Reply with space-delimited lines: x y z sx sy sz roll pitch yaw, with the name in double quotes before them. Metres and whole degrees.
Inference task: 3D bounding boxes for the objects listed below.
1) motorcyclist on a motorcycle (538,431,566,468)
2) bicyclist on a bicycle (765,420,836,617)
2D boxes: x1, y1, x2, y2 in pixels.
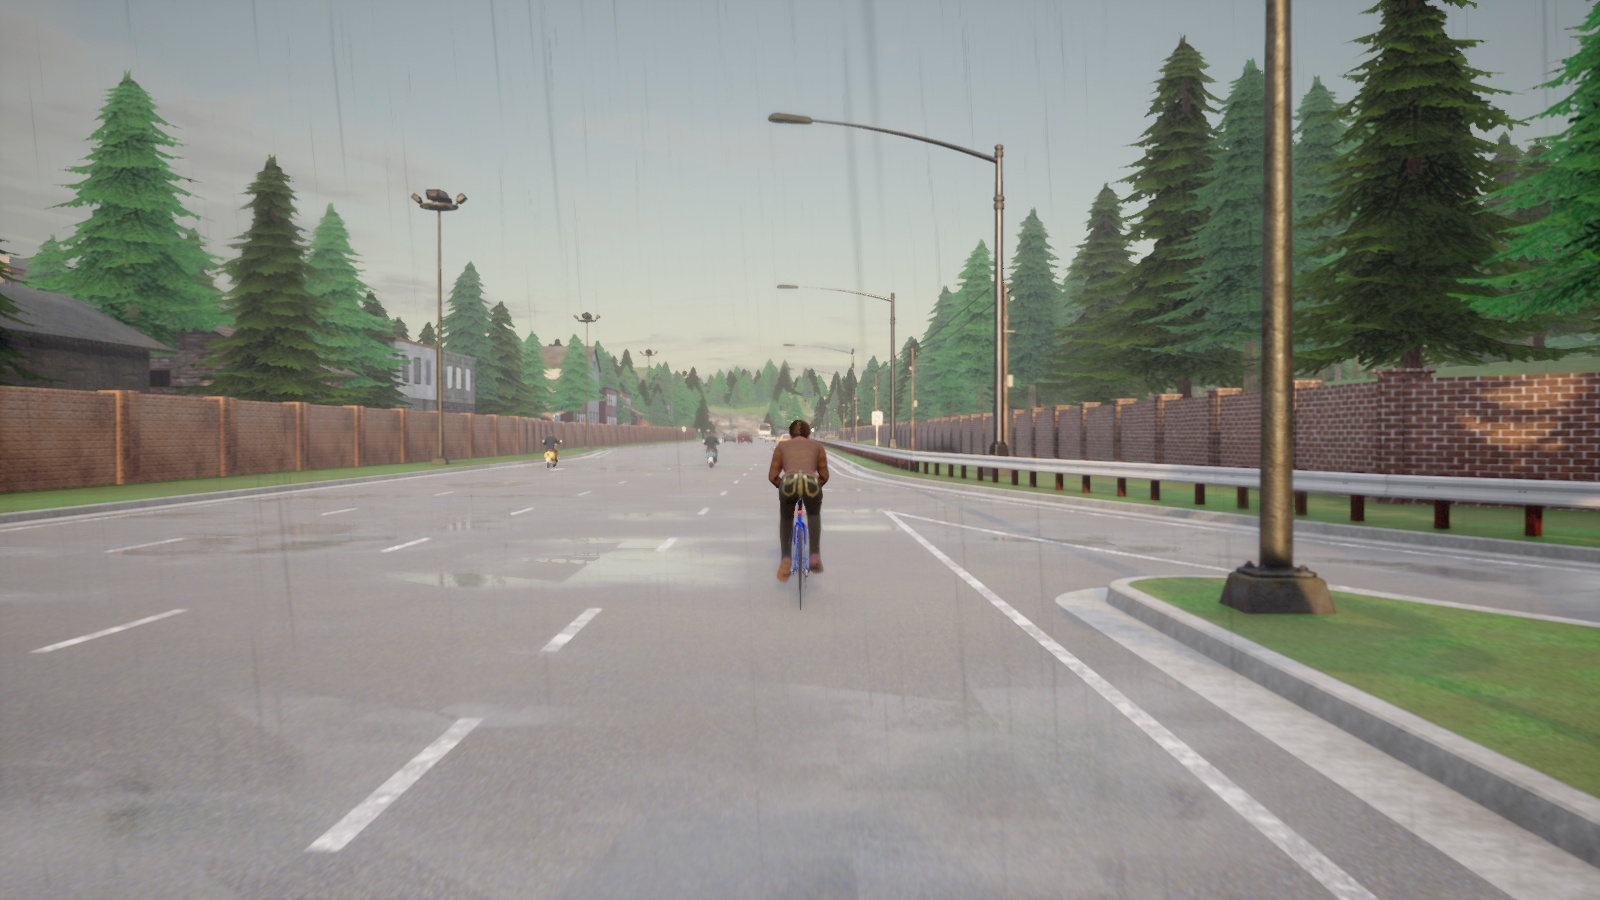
"motorcyclist on a motorcycle" -10.849 -0.009 54.919 0.866 1.590 1.817 0 0 0
"bicyclist on a bicycle" -0.003 0.556 11.162 0.582 1.620 1.656 0 0 0
